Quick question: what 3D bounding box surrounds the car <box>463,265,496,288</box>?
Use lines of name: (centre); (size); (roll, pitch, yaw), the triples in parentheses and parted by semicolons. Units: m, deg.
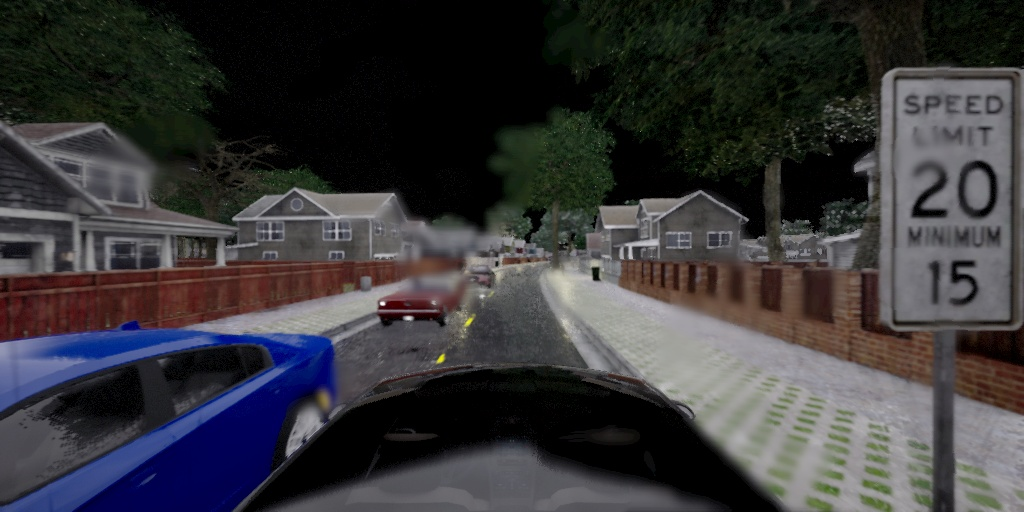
car: (-2.199, 1.318, 23.800); (1.994, 1.385, 4.181); (0, 0, 4)

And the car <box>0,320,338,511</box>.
car: (-2.790, 1.240, 1.791); (1.882, 1.535, 5.008); (0, 0, 0)

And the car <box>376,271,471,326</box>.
car: (-2.716, 1.360, 11.809); (1.895, 1.301, 4.718); (0, 0, 2)
